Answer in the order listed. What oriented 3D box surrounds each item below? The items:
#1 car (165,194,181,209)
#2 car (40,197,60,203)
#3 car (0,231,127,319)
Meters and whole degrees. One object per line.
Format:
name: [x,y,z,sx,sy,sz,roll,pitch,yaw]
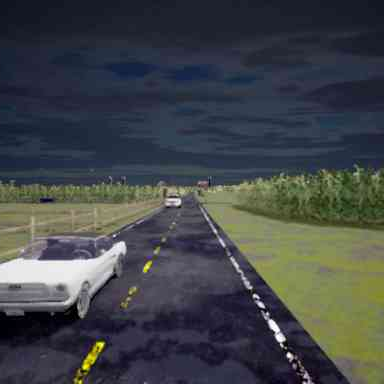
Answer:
car: [-2.805,1.402,50.393,2.150,2.045,5.566,0,0,0]
car: [-30.632,1.687,71.683,4.181,1.385,1.994,0,0,-1]
car: [-2.850,1.636,7.548,1.895,1.301,4.718,0,0,0]
